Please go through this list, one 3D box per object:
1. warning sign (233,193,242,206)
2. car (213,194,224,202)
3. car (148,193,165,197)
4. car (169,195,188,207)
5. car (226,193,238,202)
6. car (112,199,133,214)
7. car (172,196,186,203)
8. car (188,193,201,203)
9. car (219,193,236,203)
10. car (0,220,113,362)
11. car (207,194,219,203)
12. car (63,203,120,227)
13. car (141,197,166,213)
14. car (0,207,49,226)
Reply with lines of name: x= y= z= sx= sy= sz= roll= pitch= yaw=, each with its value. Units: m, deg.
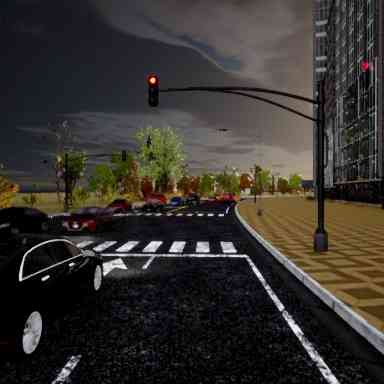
warning sign: x=6.548 y=1.122 z=48.212 sx=1.300 sy=1.860 sz=1.060 roll=0 pitch=0 yaw=8
car: x=6.470 y=1.372 z=80.528 sx=2.097 sy=1.767 sz=4.553 roll=0 pitch=0 yaw=14
car: x=-5.580 y=1.225 z=52.654 sx=2.150 sy=2.045 sz=5.566 roll=0 pitch=0 yaw=9
car: x=-2.354 y=1.528 z=52.182 sx=1.812 sy=1.442 sz=4.674 roll=0 pitch=0 yaw=9
car: x=9.777 y=1.245 z=80.389 sx=2.150 sy=2.045 sz=5.566 roll=0 pitch=0 yaw=14
car: x=-7.737 y=1.524 z=36.032 sx=1.812 sy=1.442 sz=4.674 roll=0 pitch=0 yaw=7
car: x=-2.713 y=1.571 z=68.777 sx=1.994 sy=1.385 sz=4.181 roll=0 pitch=0 yaw=11
car: x=0.338 y=1.229 z=67.504 sx=2.150 sy=2.045 sz=5.566 roll=0 pitch=0 yaw=11
car: x=7.622 y=1.239 z=70.097 sx=2.150 sy=2.045 sz=5.566 roll=0 pitch=0 yaw=12
car: x=-3.012 y=1.504 z=5.890 sx=1.837 sy=1.490 sz=4.892 roll=0 pitch=0 yaw=1
car: x=4.506 y=1.573 z=71.219 sx=1.994 sy=1.385 sz=4.181 roll=0 pitch=0 yaw=12
car: x=-5.886 y=1.562 z=19.128 sx=1.994 sy=1.385 sz=4.181 roll=0 pitch=0 yaw=4
car: x=-4.322 y=1.600 z=37.337 sx=1.895 sy=1.301 sz=4.718 roll=0 pitch=0 yaw=7
car: x=-9.245 y=1.523 z=17.490 sx=1.812 sy=1.442 sz=4.674 roll=0 pitch=0 yaw=3
